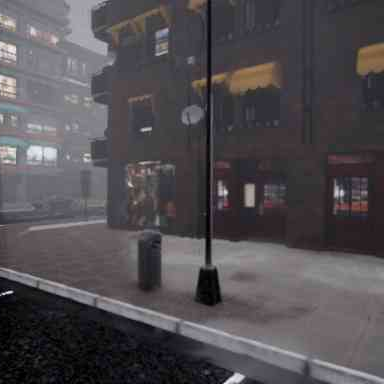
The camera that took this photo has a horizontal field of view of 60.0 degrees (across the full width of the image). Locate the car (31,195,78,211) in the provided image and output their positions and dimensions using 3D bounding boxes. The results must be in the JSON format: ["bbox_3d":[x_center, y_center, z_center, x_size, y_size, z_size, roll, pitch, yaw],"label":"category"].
[{"bbox_3d":[-12.733,0.982,31.062,1.947,1.339,4.313,2,2,35],"label":"car"}]
